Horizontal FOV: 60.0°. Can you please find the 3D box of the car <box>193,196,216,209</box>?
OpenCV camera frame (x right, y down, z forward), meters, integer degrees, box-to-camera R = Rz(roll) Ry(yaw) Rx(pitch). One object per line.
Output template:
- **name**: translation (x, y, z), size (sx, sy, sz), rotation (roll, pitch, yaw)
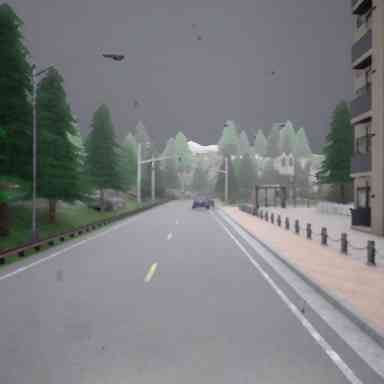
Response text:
- **car**: translation (1.672, 1.277, 43.506), size (2.097, 1.767, 4.553), rotation (0, 0, 17)
